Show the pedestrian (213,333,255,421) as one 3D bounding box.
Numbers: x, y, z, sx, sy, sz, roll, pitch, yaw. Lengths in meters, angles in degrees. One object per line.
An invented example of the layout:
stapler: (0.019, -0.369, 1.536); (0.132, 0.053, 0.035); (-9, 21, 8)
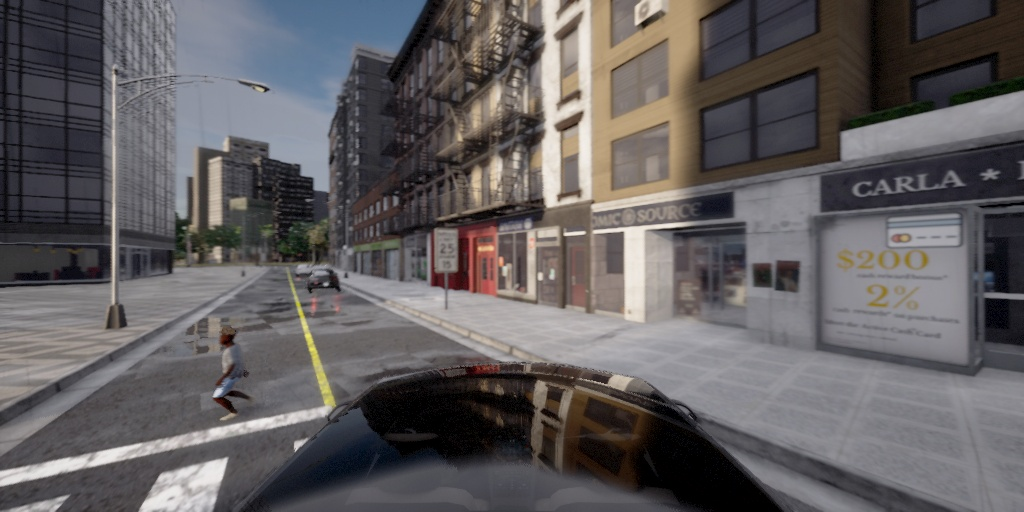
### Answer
pedestrian: (-3.602, 1.105, 4.630); (0.375, 1.860, 0.375); (-1, 0, -32)

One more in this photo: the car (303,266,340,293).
car: (-12.658, 1.586, 23.937); (1.812, 1.442, 4.674); (0, -1, -32)

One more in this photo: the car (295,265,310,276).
car: (-26.902, 1.841, 46.430); (1.812, 1.442, 4.674); (0, 0, -32)
